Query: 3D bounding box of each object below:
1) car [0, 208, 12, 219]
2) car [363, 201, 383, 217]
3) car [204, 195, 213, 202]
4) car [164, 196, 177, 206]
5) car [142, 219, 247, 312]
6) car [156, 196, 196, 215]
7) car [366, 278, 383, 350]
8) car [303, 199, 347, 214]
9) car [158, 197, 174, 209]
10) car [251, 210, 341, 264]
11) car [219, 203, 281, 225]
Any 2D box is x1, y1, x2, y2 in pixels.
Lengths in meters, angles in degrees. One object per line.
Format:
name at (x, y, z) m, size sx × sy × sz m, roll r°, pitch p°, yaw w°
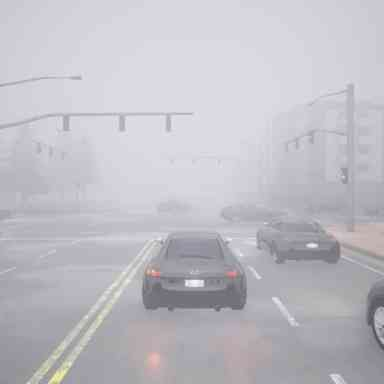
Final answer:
car at (-16.824, 1.564, 26.588) m, size 4.181 × 1.385 × 1.994 m, roll 0°, pitch 0°, yaw -3°
car at (18.543, 1.505, 31.002) m, size 4.892 × 1.490 × 1.837 m, roll 0°, pitch 0°, yaw -2°
car at (3.459, 1.363, 71.343) m, size 2.128 × 1.511 × 4.902 m, roll 0°, pitch 0°, yaw 0°
car at (-3.607, 1.505, 57.027) m, size 1.837 × 1.490 × 4.892 m, roll 0°, pitch 0°, yaw 0°
car at (0.055, 1.564, 7.819) m, size 1.994 × 1.385 × 4.181 m, roll 0°, pitch 0°, yaw 0°
car at (-1.723, 1.493, 34.394) m, size 2.128 × 1.511 × 4.902 m, roll 0°, pitch 0°, yaw 32°
car at (3.599, 1.505, 3.200) m, size 1.837 × 1.490 × 4.892 m, roll 0°, pitch 0°, yaw 0°
car at (14.046, 1.492, 34.388) m, size 4.902 × 1.511 × 2.128 m, roll 0°, pitch 0°, yaw -1°
car at (-3.610, 1.526, 47.134) m, size 1.812 × 1.442 × 4.674 m, roll 0°, pitch 0°, yaw 0°
car at (3.575, 1.564, 11.904) m, size 1.994 × 1.385 × 4.181 m, roll 0°, pitch 0°, yaw 0°
car at (4.351, 1.491, 23.284) m, size 4.902 × 1.511 × 2.128 m, roll 0°, pitch 0°, yaw -2°
